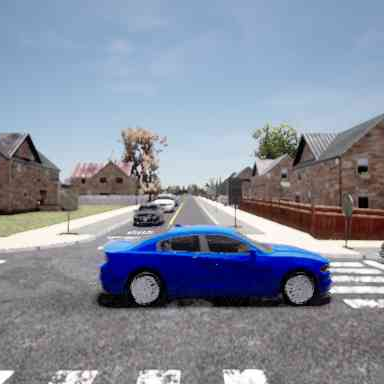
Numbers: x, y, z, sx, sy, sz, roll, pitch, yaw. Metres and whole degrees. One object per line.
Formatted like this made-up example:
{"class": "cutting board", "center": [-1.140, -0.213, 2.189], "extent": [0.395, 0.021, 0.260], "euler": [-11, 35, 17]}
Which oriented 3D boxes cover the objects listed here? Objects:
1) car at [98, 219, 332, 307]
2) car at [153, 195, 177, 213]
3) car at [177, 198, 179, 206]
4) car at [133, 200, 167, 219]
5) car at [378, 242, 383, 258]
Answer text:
{"class": "car", "center": [0.501, 1.502, 7.463], "extent": [5.008, 1.535, 1.882], "euler": [0, 0, -1]}
{"class": "car", "center": [-3.174, 1.322, 38.602], "extent": [2.150, 2.045, 5.566], "euler": [0, 0, -1]}
{"class": "car", "center": [-3.219, 1.662, 56.817], "extent": [1.882, 1.535, 5.008], "euler": [0, 0, 0]}
{"class": "car", "center": [-3.052, 1.569, 23.927], "extent": [1.837, 1.490, 4.892], "euler": [0, 0, 0]}
{"class": "car", "center": [8.940, 1.734, 10.460], "extent": [5.357, 1.411, 2.033], "euler": [1, -1, -1]}
